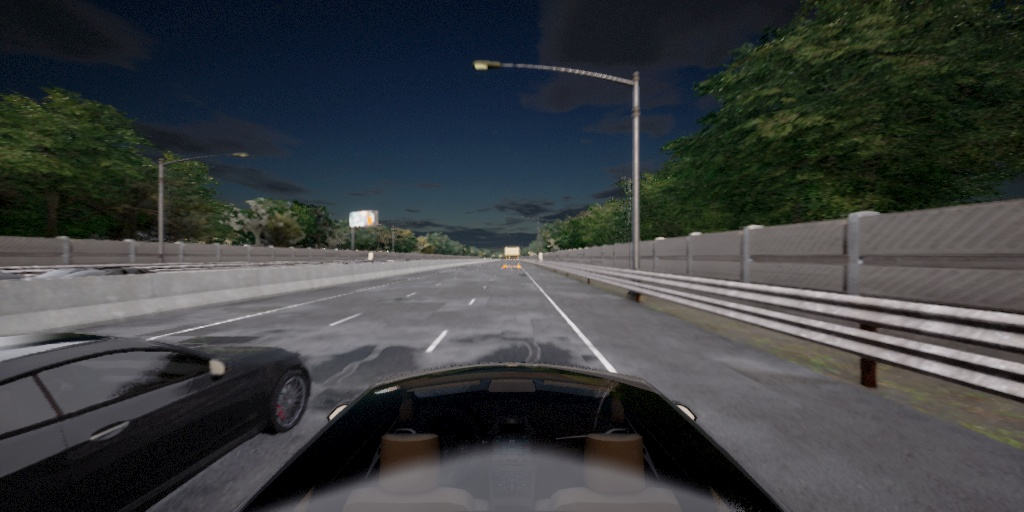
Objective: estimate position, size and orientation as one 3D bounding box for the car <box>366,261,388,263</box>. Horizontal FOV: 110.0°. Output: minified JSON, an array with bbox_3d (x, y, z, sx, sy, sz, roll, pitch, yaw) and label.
[{"bbox_3d":[-21.008,1.426,57.572,2.033,1.411,5.357,0,0,0],"label":"car"}]

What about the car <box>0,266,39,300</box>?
[{"bbox_3d":[-24.591,1.256,15.397,2.128,1.511,4.902,0,0,0],"label":"car"}]

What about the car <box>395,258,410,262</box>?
[{"bbox_3d":[-17.515,1.223,57.483,2.097,1.767,4.553,0,0,0],"label":"car"}]

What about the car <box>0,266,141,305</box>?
[{"bbox_3d":[-21.091,1.292,17.142,1.812,1.442,4.674,0,0,0],"label":"car"}]

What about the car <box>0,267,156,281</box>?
[{"bbox_3d":[-17.593,1.268,15.408,1.837,1.490,4.892,0,0,0],"label":"car"}]

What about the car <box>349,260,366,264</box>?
[{"bbox_3d":[-24.512,1.366,57.396,2.128,1.511,4.902,0,0,0],"label":"car"}]

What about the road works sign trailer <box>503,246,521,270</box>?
[{"bbox_3d":[0.005,0.320,54.532,2.380,3.560,2.880,0,0,0],"label":"road works sign trailer"}]

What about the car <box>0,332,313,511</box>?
[{"bbox_3d":[-3.402,1.276,2.537,1.812,1.442,4.674,0,0,0],"label":"car"}]
